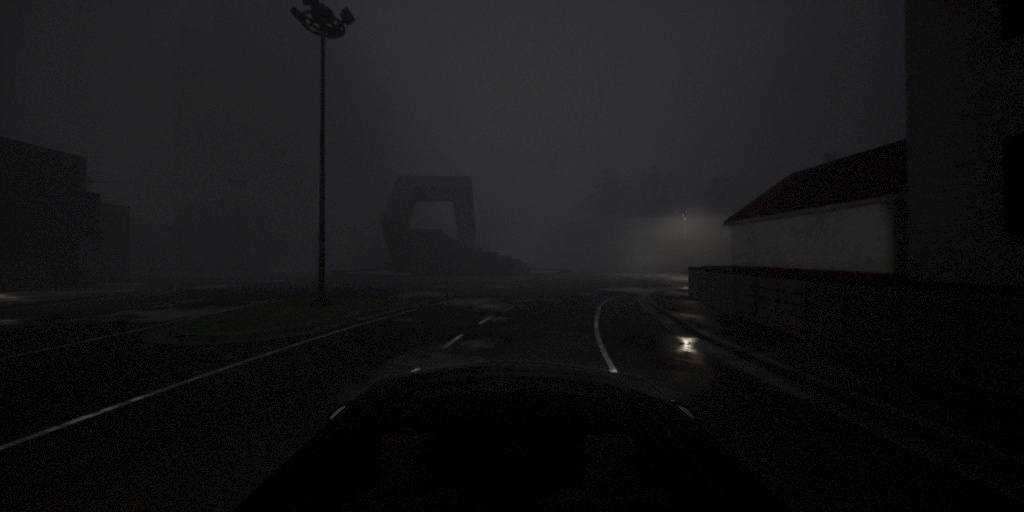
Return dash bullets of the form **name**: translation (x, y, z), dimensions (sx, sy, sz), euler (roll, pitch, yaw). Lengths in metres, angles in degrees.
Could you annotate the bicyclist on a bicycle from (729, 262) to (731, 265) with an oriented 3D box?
- **bicyclist on a bicycle**: translation (19.283, 1.359, 31.356), dimensions (0.582, 1.620, 1.656), euler (0, -1, -33)
